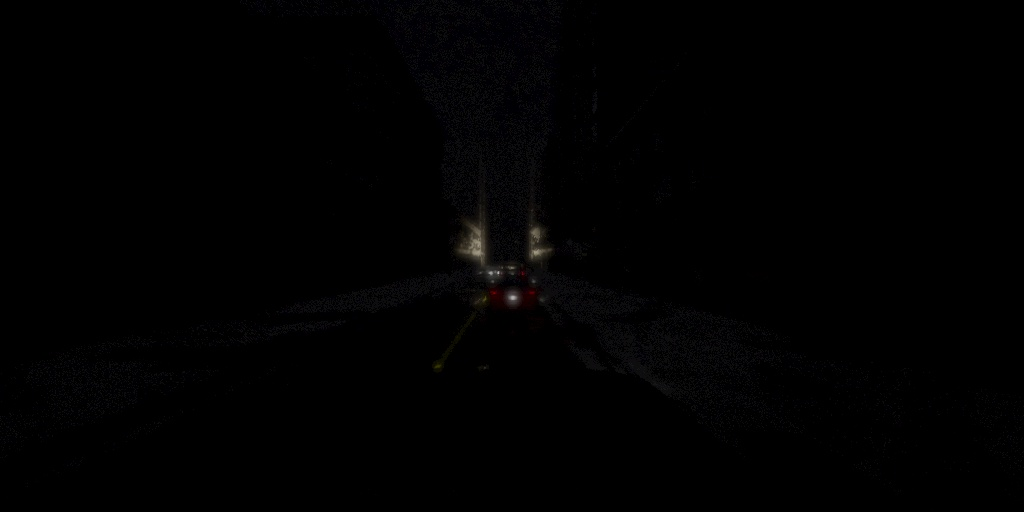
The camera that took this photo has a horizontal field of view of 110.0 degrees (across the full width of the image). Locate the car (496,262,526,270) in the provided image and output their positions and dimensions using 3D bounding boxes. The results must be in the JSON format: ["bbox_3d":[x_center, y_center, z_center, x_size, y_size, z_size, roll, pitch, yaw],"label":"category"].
[{"bbox_3d":[0.046,1.388,29.120,2.097,1.767,4.553,0,-1,0],"label":"car"}]

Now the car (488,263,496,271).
[{"bbox_3d":[-2.801,1.937,59.876,1.994,1.385,4.181,0,-1,0],"label":"car"}]

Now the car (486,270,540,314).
[{"bbox_3d":[0.049,1.447,14.517,1.994,1.385,4.181,0,0,0],"label":"car"}]
